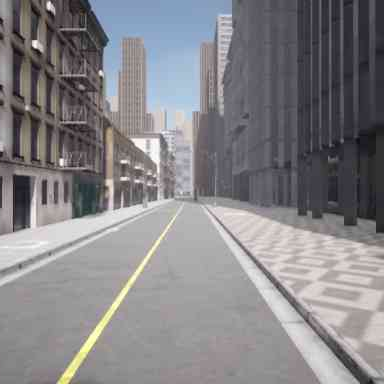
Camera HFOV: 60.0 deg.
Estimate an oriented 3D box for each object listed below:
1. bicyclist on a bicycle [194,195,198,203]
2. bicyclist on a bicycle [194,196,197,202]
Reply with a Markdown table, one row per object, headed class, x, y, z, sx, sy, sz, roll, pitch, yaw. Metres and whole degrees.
| class | x | y | z | sx | sy | sz | roll | pitch | yaw |
| --- | --- | --- | --- | --- | --- | --- | --- | --- | --- |
| bicyclist on a bicycle | 0.849 | 1.646 | 79.132 | 0.866 | 1.612 | 1.509 | 2 | 1 | 0 |
| bicyclist on a bicycle | 0.835 | 1.564 | 70.149 | 0.582 | 1.620 | 1.656 | 1 | -1 | 0 |
